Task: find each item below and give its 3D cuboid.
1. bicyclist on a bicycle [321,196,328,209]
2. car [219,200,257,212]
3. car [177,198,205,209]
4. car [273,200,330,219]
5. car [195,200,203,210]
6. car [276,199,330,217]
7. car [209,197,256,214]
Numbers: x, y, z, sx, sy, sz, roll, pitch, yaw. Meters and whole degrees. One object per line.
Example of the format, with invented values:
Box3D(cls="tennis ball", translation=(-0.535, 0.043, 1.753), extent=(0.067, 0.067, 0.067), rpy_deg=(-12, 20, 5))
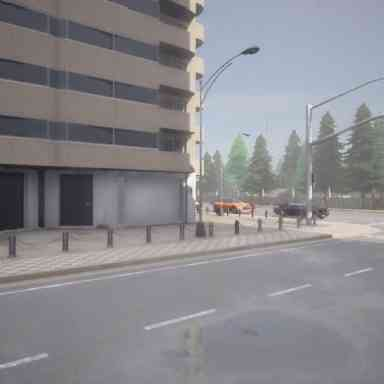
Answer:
Box3D(cls="bicyclist on a bicycle", translation=(17.349, 1.390, 43.484), extent=(1.656, 1.620, 0.582), rpy_deg=(0, 0, -36))
Box3D(cls="car", translation=(5.589, 1.681, 41.010), extent=(1.895, 1.301, 4.718), rpy_deg=(0, 0, -36))
Box3D(cls="car", translation=(-0.213, 1.643, 49.072), extent=(1.994, 1.385, 4.181), rpy_deg=(0, 0, -36))
Box3D(cls="car", translation=(9.632, 1.678, 29.428), extent=(1.895, 1.301, 4.718), rpy_deg=(0, 0, -36))
Box3D(cls="car", translation=(-0.940, 1.554, 44.092), extent=(1.882, 1.535, 5.008), rpy_deg=(0, 0, -36))
Box3D(cls="car", translation=(11.056, 1.558, 33.434), extent=(1.882, 1.535, 5.008), rpy_deg=(0, 0, -36))
Box3D(cls="car", translation=(4.414, 1.429, 36.660), extent=(2.097, 1.767, 4.553), rpy_deg=(0, 0, -36))
